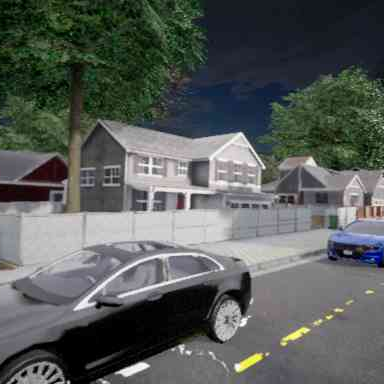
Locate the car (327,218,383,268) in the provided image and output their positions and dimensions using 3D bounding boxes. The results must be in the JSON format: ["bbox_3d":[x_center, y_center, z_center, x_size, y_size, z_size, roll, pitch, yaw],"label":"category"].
[{"bbox_3d":[6.951,1.801,12.836,1.882,1.535,5.008,1,-1,45],"label":"car"}]

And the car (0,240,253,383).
[{"bbox_3d":[-1.055,1.515,4.766,2.128,1.511,4.902,1,-1,45],"label":"car"}]
